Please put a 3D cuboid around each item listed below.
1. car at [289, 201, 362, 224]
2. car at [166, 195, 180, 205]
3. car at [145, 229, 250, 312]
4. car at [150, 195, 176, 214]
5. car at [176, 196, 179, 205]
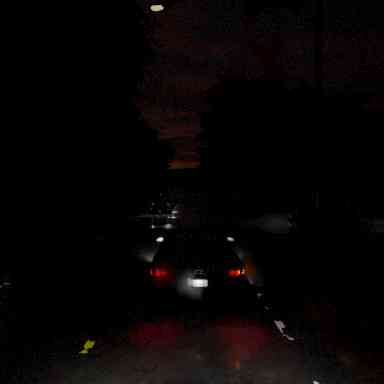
[{"bbox_3d":[9.058,1.365,22.712,4.674,1.442,1.812,-1,1,-1],"label":"car"},{"bbox_3d":[-3.203,1.321,56.396,2.128,1.511,4.902,0,0,0],"label":"car"},{"bbox_3d":[0.083,1.557,7.812,1.994,1.385,4.181,0,0,-1],"label":"car"},{"bbox_3d":[-3.149,1.272,34.786,2.097,1.767,4.553,1,0,0],"label":"car"},{"bbox_3d":[-3.185,1.492,44.716,1.895,1.301,4.718,0,0,0],"label":"car"}]
